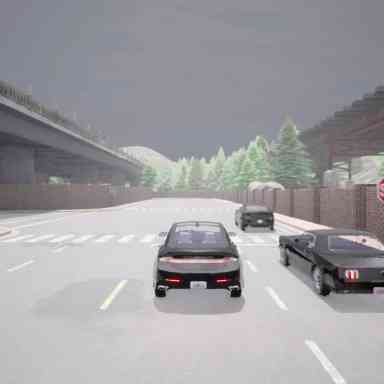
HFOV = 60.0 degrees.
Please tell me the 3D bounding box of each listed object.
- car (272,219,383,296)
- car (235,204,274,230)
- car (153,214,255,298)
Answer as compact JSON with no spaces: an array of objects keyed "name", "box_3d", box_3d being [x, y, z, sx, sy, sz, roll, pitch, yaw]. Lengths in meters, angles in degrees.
[{"name":"car","box_3d":[3.646,1.601,8.568,1.895,1.301,4.718,0,0,1]},{"name":"car","box_3d":[3.819,1.478,20.879,1.882,1.535,5.008,0,0,1]},{"name":"car","box_3d":[0.144,1.492,8.526,2.128,1.511,4.902,0,0,1]}]
